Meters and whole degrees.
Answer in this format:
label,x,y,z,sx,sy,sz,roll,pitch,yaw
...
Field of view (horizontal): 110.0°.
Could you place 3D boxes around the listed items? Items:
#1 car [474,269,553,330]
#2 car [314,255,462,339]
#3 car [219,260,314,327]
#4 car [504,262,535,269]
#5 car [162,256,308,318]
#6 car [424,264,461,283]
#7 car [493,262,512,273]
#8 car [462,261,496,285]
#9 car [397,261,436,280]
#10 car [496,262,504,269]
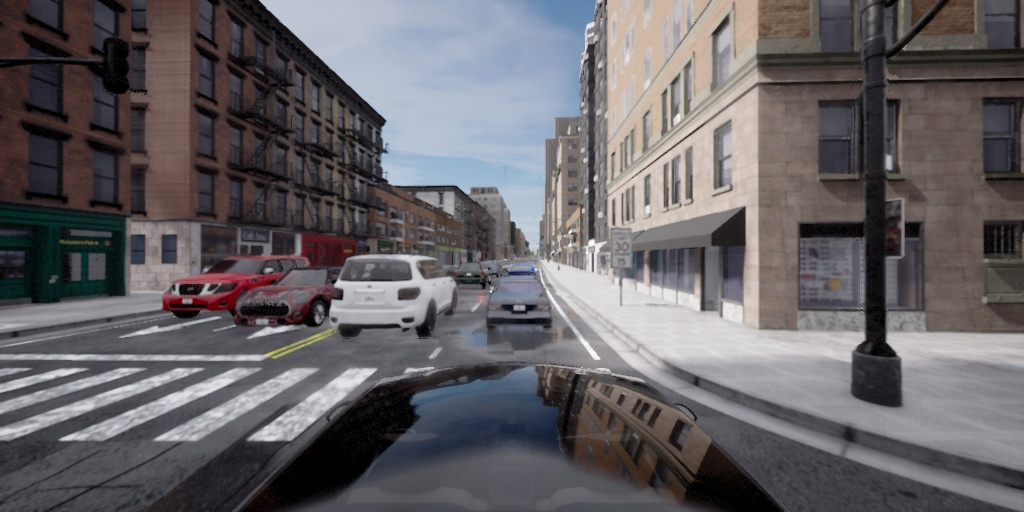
label,x,y,z,sx,sy,sz,roll,pitch,yaw
car,0.240,1.320,11.262,2.033,1.411,5.357,0,0,1
car,-3.017,0.992,10.335,2.150,2.045,5.566,0,0,1
car,-6.435,1.125,11.576,2.097,1.767,4.553,0,0,2
car,0.718,1.272,24.364,1.882,1.535,5.008,0,0,3
car,-9.636,0.998,13.416,2.150,2.045,5.566,0,0,0
car,-5.659,1.365,29.623,1.994,1.385,4.181,0,0,3
car,-1.181,1.422,46.625,1.895,1.301,4.718,0,0,5
car,-2.530,1.146,23.951,2.097,1.767,4.553,0,0,3
car,-8.689,1.283,33.075,1.882,1.535,5.008,0,0,4
car,-1.957,1.355,35.559,2.033,1.411,5.357,0,0,5
